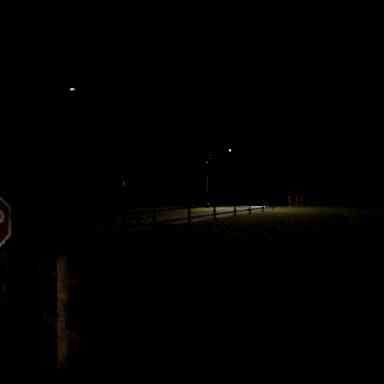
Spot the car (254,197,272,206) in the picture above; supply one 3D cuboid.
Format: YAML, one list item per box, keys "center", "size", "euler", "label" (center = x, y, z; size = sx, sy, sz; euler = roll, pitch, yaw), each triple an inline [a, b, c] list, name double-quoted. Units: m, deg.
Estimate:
- center: [11.248, 1.450, 52.543]
  size: [1.994, 1.385, 4.181]
  euler: [-1, 0, 31]
  label: "car"
